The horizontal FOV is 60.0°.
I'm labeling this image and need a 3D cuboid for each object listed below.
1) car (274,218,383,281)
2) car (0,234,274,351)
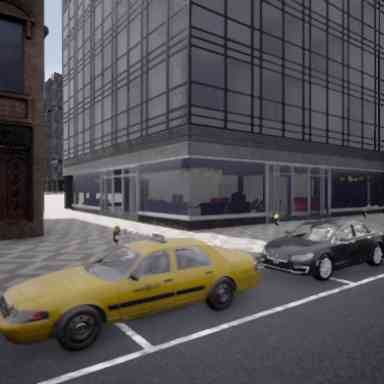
[{"bbox_3d":[3.868,1.467,9.513,4.403,1.369,2.008,-1,1,-35],"label":"car"},{"bbox_3d":[-0.850,1.498,6.148,4.829,1.417,1.752,-1,1,-35],"label":"car"}]
